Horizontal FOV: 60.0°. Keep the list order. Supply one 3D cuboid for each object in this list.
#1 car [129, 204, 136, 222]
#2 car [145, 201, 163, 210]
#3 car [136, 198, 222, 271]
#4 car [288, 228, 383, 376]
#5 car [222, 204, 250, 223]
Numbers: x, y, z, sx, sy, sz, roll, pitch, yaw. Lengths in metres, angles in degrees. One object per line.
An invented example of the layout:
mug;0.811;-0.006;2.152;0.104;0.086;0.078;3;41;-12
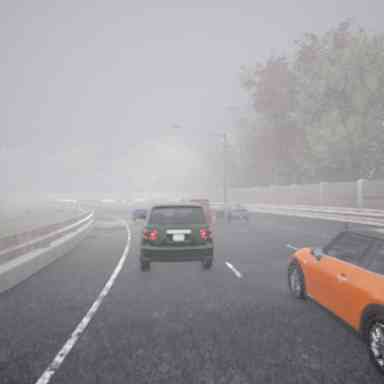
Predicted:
car;-4.687;1.825;30.624;1.882;1.535;5.008;0;-1;-16
car;-6.338;2.173;54.866;1.994;1.385;4.181;0;-1;-21
car;-0.649;1.346;11.595;2.150;2.045;5.566;0;-1;-6
car;3.283;1.392;5.732;2.097;1.767;4.553;0;-1;-2
car;3.226;1.764;27.993;2.128;1.511;4.902;0;0;-14
